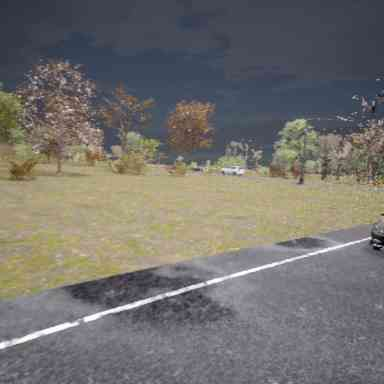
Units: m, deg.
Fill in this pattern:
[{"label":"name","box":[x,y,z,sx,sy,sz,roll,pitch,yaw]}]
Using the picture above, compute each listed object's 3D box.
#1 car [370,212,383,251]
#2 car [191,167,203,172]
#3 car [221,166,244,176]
[{"label":"car","box":[7.498,1.126,10.809,4.902,1.511,2.128,-1,5,-43]},{"label":"car","box":[1.871,-5.529,81.047,1.895,1.301,4.718,0,6,-43]},{"label":"car","box":[8.929,-4.677,73.411,2.150,2.045,5.566,0,7,-43]}]
